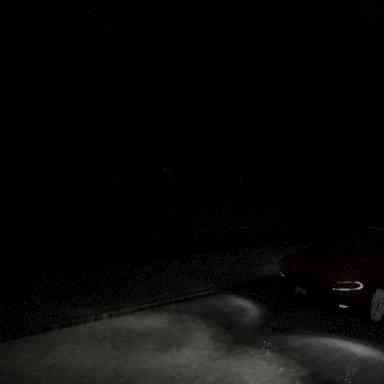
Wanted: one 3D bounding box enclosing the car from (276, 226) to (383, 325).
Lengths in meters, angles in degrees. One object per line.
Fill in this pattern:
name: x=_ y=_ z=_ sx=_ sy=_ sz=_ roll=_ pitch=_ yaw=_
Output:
car: x=3.993 y=1.522 z=7.369 sx=5.008 sy=1.535 sz=1.882 roll=1 pitch=0 yaw=-35
